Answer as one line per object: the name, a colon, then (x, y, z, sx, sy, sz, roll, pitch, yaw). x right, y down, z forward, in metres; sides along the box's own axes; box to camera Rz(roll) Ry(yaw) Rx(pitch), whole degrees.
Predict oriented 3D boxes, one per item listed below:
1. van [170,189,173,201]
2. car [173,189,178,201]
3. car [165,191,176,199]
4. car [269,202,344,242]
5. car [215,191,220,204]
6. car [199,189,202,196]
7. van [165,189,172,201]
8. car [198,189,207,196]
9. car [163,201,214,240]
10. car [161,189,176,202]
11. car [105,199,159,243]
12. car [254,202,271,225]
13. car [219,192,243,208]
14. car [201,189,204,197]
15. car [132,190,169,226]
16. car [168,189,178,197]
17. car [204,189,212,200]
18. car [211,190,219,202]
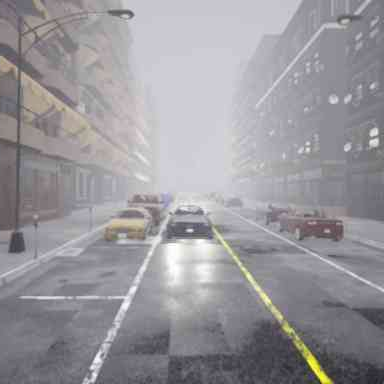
van: (-3.294, 0.767, 37.117, 1.690, 1.788, 3.998, 2, 1, -2)
car: (-3.608, 0.591, 48.172, 2.192, 1.841, 5.009, 2, 1, -2)
car: (-4.089, 0.624, 64.760, 1.947, 1.339, 4.313, 2, 1, -2)
car: (5.209, 1.353, 15.171, 1.887, 1.381, 4.507, 2, 1, -2)
car: (4.421, 0.953, 42.811, 1.887, 1.381, 4.507, 2, 1, -2)
car: (3.282, 0.499, 81.511, 1.802, 1.307, 4.206, 2, 1, -2)
van: (-3.135, 0.845, 31.588, 1.690, 1.788, 3.998, 2, 1, -2)
car: (2.973, 0.109, 92.566, 2.192, 1.841, 5.009, 2, 1, -2)
car: (-0.132, 1.327, 15.365, 1.994, 1.385, 4.181, 0, 1, -2)
car: (-3.765, 0.517, 53.699, 2.192, 1.841, 5.009, 2, 1, -2)
car: (-2.664, 1.278, 14.839, 1.752, 1.417, 4.829, 2, 1, -2)
car: (5.051, 1.276, 20.700, 2.008, 1.369, 4.403, 2, 1, -2)
car: (4.579, 1.030, 37.284, 1.887, 1.381, 4.507, 2, 1, -2)
car: (3.601, 0.489, 70.452, 1.967, 1.590, 4.097, 2, 1, -2)
car: (-2.819, 0.981, 20.535, 2.192, 1.841, 5.009, 2, 1, -2)
car: (-4.555, 0.174, 81.338, 2.192, 1.841, 5.009, 2, 1, -2)
car: (3.921, 0.502, 59.392, 2.192, 1.841, 5.009, 2, 1, -2)
car: (4.274, 0.774, 48.339, 1.967, 1.590, 4.097, 2, 1, -2)
